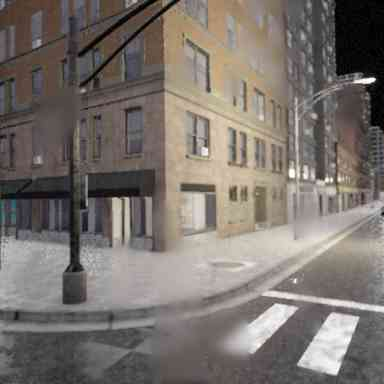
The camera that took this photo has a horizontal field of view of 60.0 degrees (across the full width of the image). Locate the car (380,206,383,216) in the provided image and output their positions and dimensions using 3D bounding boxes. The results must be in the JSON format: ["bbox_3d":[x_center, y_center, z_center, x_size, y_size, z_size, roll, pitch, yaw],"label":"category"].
[{"bbox_3d":[24.587,2.217,41.230,2.033,1.411,5.357,-2,-1,32],"label":"car"}]
